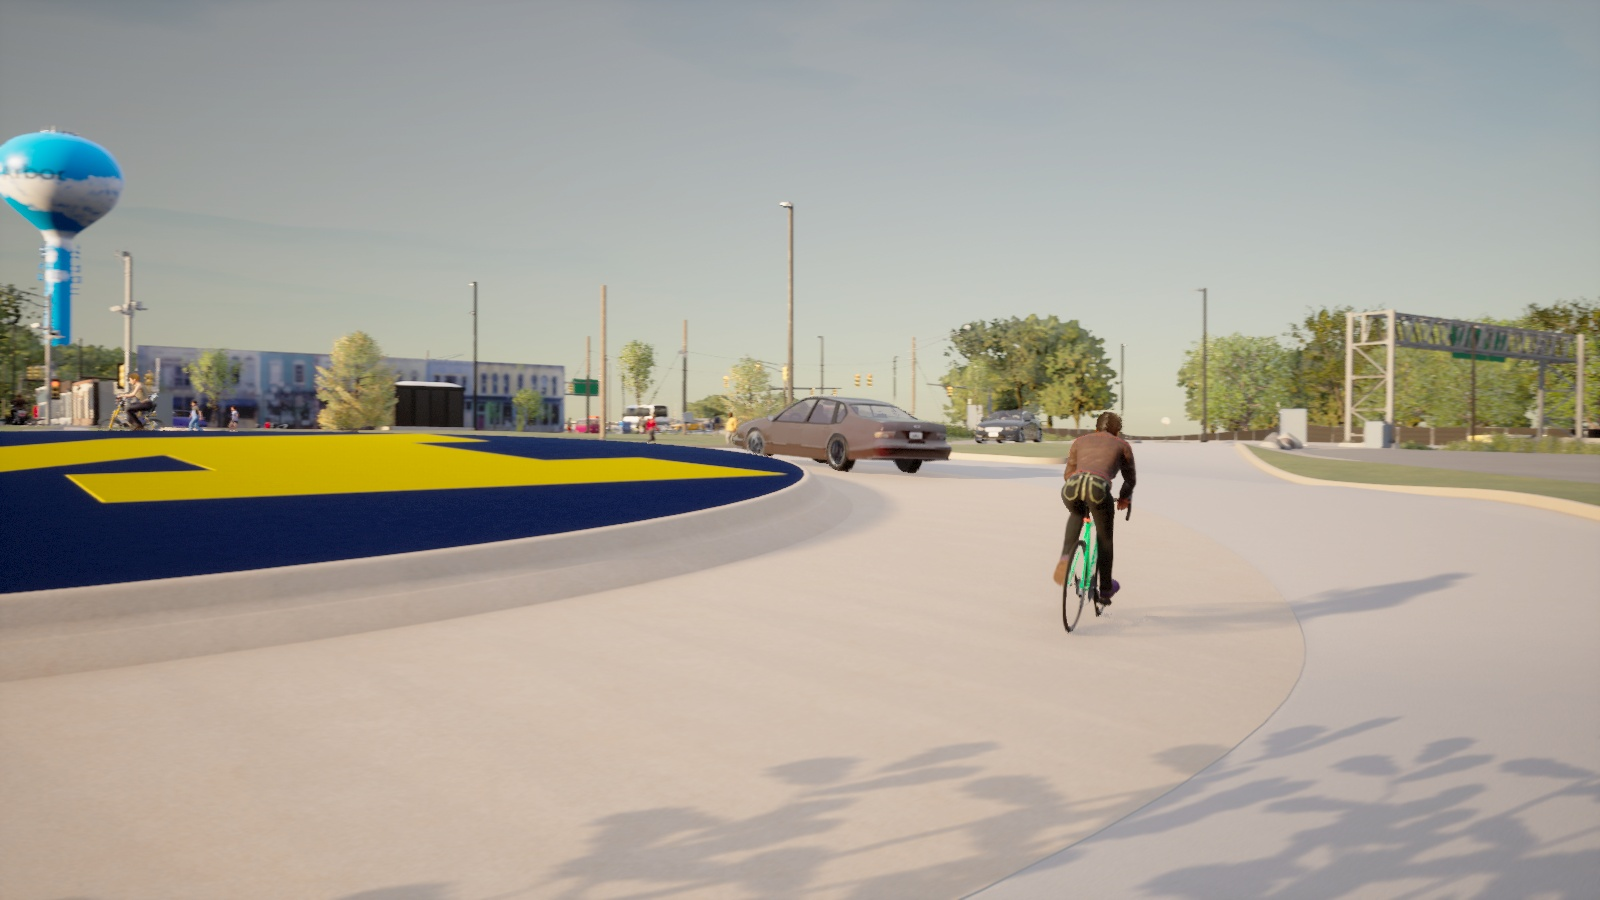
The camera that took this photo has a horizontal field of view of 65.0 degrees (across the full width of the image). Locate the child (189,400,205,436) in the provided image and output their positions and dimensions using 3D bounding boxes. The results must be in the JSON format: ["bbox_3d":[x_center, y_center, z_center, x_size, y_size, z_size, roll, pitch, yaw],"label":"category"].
[{"bbox_3d":[-21.338,-1.125,44.460,0.270,1.263,0.437,0,0,41],"label":"child"}]

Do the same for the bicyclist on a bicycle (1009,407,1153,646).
[{"bbox_3d":[2.171,0.519,9.559,0.582,1.620,1.656,6,3,25],"label":"bicyclist on a bicycle"}]

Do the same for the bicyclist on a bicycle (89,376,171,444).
[{"bbox_3d":[-16.053,-0.959,30.131,1.509,1.612,0.866,0,2,-11],"label":"bicyclist on a bicycle"}]

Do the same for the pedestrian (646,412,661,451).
[{"bbox_3d":[-6.919,-0.857,59.295,0.636,1.846,0.331,0,0,-40],"label":"pedestrian"}]

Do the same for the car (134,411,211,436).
[{"bbox_3d":[-40.352,-1.665,80.789,4.193,1.474,1.816,1,-1,-36],"label":"car"}]

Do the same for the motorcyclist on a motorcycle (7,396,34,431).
[{"bbox_3d":[-38.144,-1.770,61.443,0.766,1.649,2.350,0,0,-40],"label":"motorcyclist on a motorcycle"}]

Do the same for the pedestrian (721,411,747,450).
[{"bbox_3d":[-3.222,-0.951,61.229,0.900,1.855,0.874,0,0,-39],"label":"pedestrian"}]

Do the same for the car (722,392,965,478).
[{"bbox_3d":[0.687,-0.352,24.741,2.033,1.411,5.357,1,2,-33],"label":"car"}]

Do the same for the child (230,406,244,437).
[{"bbox_3d":[-20.410,-1.019,45.517,0.255,1.110,0.394,0,0,36],"label":"child"}]

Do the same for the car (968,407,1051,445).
[{"bbox_3d":[8.744,-0.981,51.973,2.128,1.511,4.902,0,1,25],"label":"car"}]
